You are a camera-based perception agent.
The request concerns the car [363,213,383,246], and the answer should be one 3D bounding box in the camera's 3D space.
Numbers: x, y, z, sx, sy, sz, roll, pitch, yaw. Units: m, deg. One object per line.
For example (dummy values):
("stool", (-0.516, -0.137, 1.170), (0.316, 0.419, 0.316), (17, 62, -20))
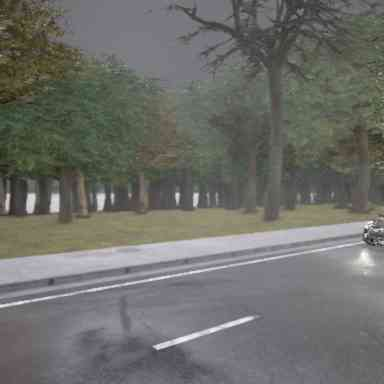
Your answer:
("car", (9.106, 1.317, 13.841), (4.553, 1.767, 2.097), (0, 0, -36))
